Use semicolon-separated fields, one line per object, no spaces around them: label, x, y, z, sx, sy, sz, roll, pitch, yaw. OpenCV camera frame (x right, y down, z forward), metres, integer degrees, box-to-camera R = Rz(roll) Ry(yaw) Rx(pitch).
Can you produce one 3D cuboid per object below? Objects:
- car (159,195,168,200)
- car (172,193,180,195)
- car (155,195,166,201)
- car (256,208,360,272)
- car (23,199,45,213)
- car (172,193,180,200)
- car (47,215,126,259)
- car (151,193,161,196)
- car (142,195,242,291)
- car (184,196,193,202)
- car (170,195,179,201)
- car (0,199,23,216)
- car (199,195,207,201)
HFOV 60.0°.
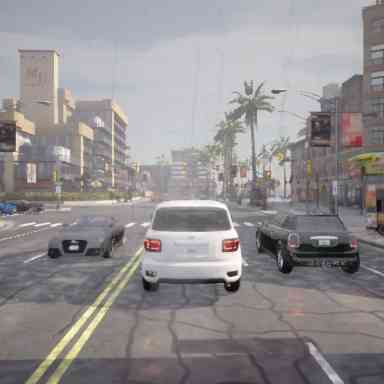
car;-7.906;1.540;92.927;2.033;1.411;5.357;0;0;-1
car;-4.205;1.540;72.880;2.033;1.411;5.357;0;0;-1
car;-7.801;1.525;82.588;2.128;1.511;4.902;0;0;-1
car;3.479;1.352;10.889;2.097;1.767;4.553;0;0;0
car;-18.442;1.477;35.714;5.008;1.535;1.882;0;0;-2
car;-4.413;1.225;93.174;2.150;2.045;5.566;0;0;-1
car;-3.736;1.564;12.456;1.994;1.385;4.181;0;0;-1
car;-7.705;1.225;72.866;2.150;2.045;5.566;0;0;-1
car;-0.015;1.221;9.151;2.150;2.045;5.566;0;0;0
car;-0.738;1.540;76.375;2.033;1.411;5.357;0;0;-1
car;-4.301;1.500;82.603;1.837;1.490;4.892;0;0;-1
car;-19.392;1.477;31.897;5.008;1.535;1.882;0;0;4
car;2.694;1.524;83.110;1.812;1.442;4.674;0;0;-1
